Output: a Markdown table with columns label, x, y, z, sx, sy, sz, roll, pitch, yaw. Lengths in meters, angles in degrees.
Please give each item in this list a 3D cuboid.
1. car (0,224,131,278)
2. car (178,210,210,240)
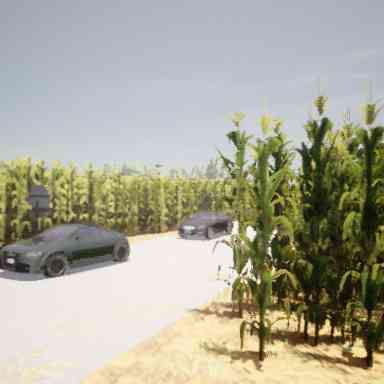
| label | x | y | z | sx | sy | sz | roll | pitch | yaw |
| --- | --- | --- | --- | --- | --- | --- | --- | --- | --- |
| car | -3.941 | 1.753 | 10.831 | 1.994 | 1.385 | 4.181 | -1 | -2 | 31 |
| car | 0.922 | 1.855 | 19.715 | 2.128 | 1.511 | 4.902 | 0 | -1 | 28 |
